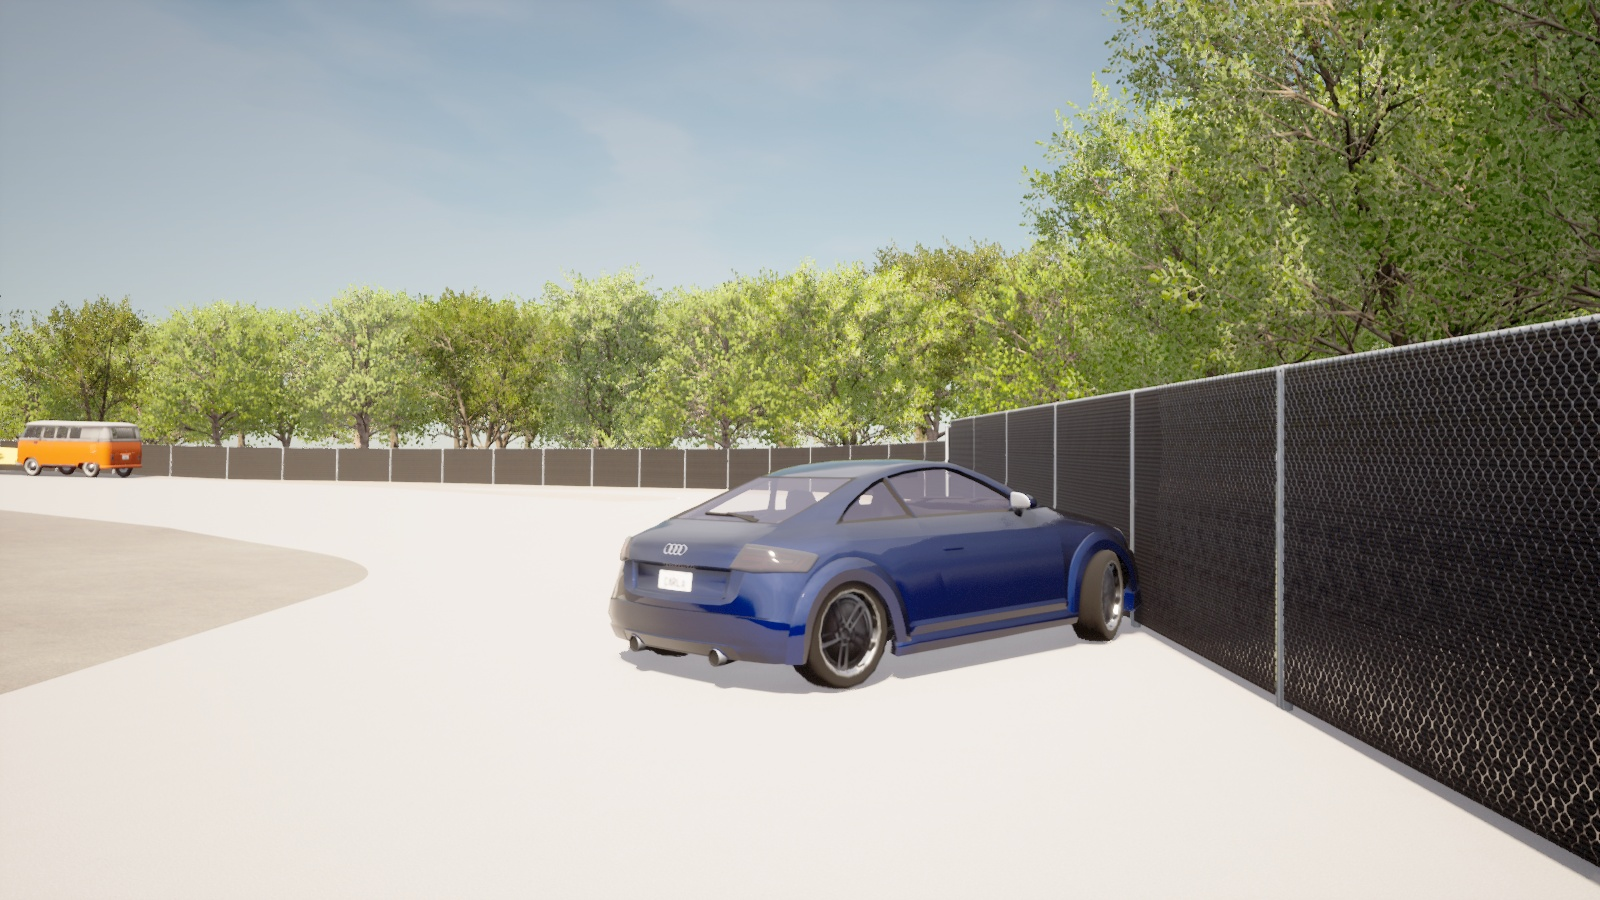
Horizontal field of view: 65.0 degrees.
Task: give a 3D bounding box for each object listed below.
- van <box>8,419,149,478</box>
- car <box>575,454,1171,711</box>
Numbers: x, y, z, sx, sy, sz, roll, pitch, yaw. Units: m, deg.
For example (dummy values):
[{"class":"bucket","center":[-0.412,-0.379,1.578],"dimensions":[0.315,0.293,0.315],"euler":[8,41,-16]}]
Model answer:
[{"class":"van","center":[-25.823,-0.073,44.971],"dimensions":[4.442,1.987,1.775],"euler":[1,1,16]},{"class":"car","center":[0.699,0.756,9.201],"dimensions":[4.181,1.385,1.994],"euler":[-1,0,-43]}]
